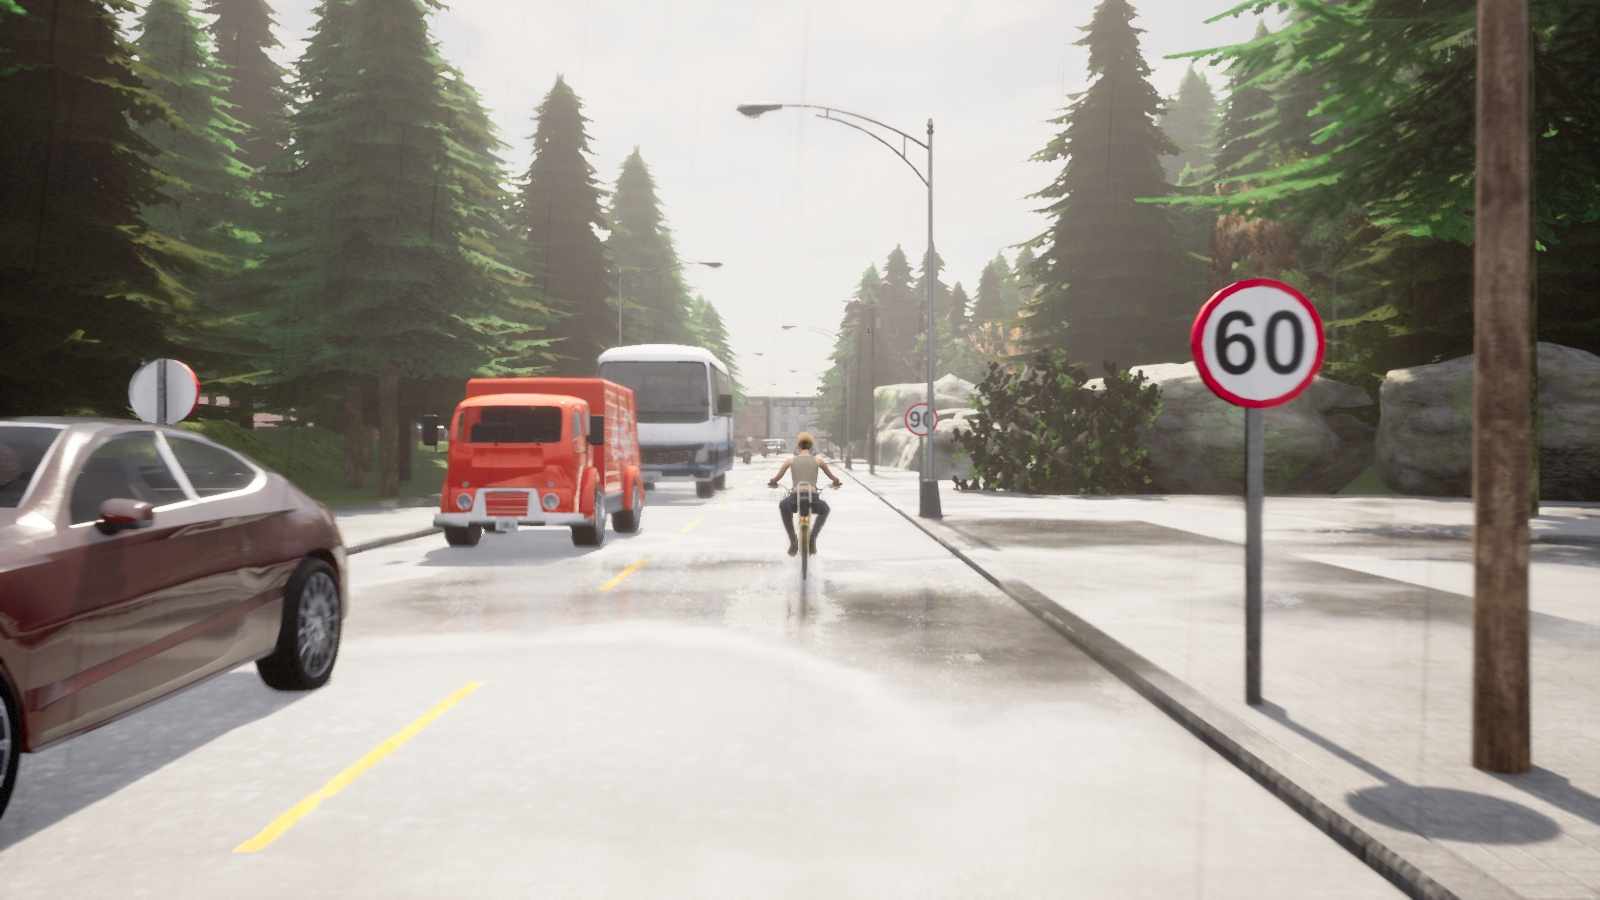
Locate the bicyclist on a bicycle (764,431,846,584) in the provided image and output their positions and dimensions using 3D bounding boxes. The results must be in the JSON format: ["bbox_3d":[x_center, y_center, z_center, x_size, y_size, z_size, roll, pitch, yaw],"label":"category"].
[{"bbox_3d":[0.056,0.604,14.021,0.866,1.612,1.509,0,0,0],"label":"bicyclist on a bicycle"}]

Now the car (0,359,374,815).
[{"bbox_3d":[-3.966,0.488,5.981,2.152,1.651,5.027,0,0,0],"label":"car"}]

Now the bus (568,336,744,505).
[{"bbox_3d":[-3.859,-0.841,36.799,3.944,4.253,10.273,0,1,0],"label":"bus"}]

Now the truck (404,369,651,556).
[{"bbox_3d":[-3.920,0.147,19.236,2.627,2.467,5.204,0,0,0],"label":"truck"}]
